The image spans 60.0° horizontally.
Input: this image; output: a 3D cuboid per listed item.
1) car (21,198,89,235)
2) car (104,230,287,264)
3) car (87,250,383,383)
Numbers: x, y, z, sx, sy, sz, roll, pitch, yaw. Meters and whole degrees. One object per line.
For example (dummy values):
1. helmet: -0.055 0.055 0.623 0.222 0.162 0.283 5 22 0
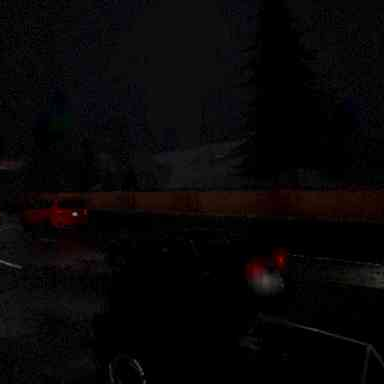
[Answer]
1. car: -8.430 1.376 20.271 5.566 2.045 2.150 -2 -1 43
2. car: -0.134 1.653 8.590 4.718 1.301 1.895 -1 0 38
3. car: 1.091 1.616 3.289 4.718 1.301 1.895 0 0 36
